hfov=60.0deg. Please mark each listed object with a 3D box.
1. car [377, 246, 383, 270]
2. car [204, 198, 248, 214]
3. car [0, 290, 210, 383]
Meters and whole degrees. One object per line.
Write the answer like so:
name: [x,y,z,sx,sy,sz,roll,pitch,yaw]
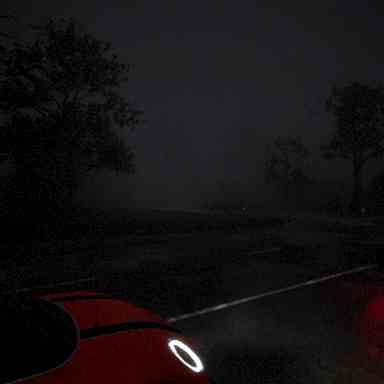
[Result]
car: [6.800,1.498,8.561,4.718,1.301,1.895,-1,0,-36]
car: [3.183,1.288,32.471,2.128,1.511,4.902,-1,0,-41]
car: [-2.029,1.356,2.277,4.553,1.767,2.097,-1,0,-36]
